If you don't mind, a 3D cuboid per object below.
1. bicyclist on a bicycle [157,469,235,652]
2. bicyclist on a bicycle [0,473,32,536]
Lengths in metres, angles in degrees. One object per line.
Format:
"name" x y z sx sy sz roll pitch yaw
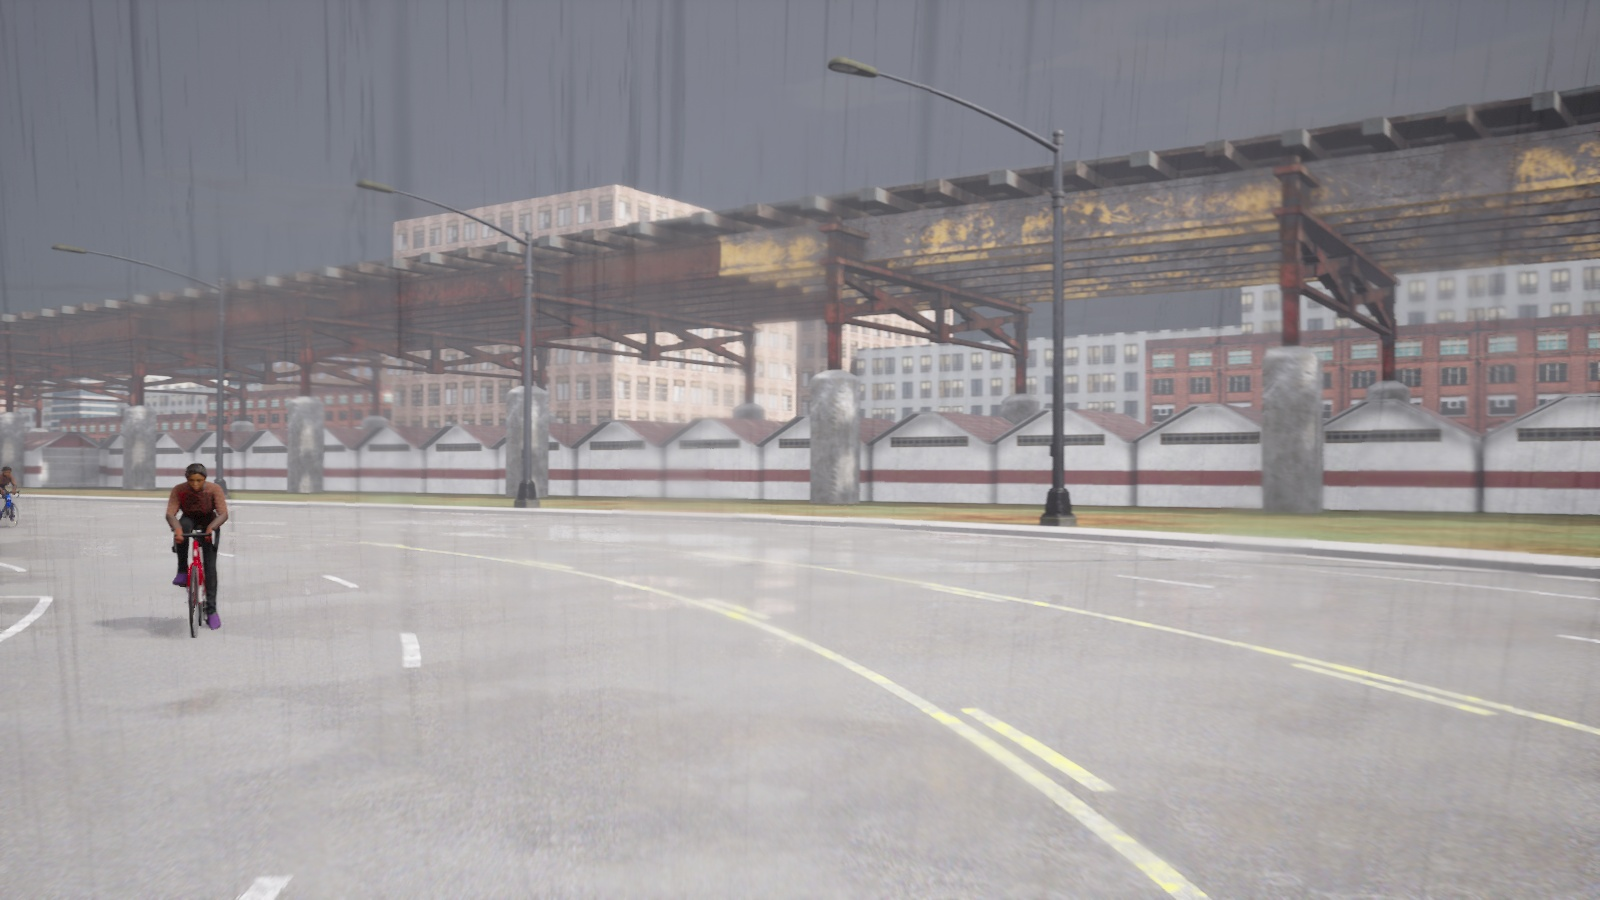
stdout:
"bicyclist on a bicycle" -5.780 0.998 12.074 0.582 1.620 1.656 0 -1 -23
"bicyclist on a bicycle" -20.948 1.425 33.066 1.656 1.620 0.582 -1 -1 34
